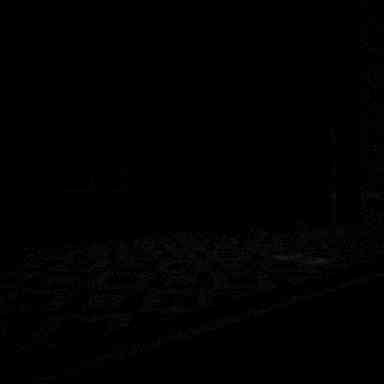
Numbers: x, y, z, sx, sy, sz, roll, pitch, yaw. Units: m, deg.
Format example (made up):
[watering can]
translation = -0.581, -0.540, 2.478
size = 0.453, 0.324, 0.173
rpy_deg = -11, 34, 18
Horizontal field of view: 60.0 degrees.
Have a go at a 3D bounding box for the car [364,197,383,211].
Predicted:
[car]
translation = 18.364, 1.143, 30.778
size = 2.008, 1.369, 4.403
rpy_deg = 0, 1, -35

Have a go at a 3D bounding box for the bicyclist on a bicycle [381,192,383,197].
[bicyclist on a bicycle]
translation = 24.398, 0.728, 42.099
size = 1.656, 1.620, 0.582
rpy_deg = -1, 1, -35
